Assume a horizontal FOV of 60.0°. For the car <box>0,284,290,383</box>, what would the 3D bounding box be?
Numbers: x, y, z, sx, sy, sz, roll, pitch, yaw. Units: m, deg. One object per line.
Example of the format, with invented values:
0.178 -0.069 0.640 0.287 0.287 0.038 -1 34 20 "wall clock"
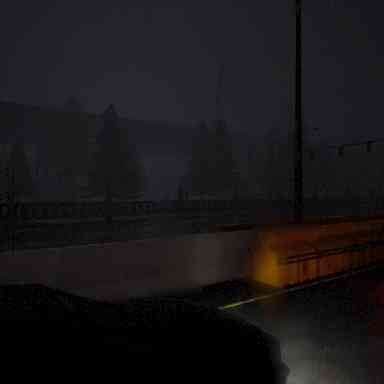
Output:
-1.613 1.547 2.594 5.357 1.411 2.033 0 0 -36 "car"
